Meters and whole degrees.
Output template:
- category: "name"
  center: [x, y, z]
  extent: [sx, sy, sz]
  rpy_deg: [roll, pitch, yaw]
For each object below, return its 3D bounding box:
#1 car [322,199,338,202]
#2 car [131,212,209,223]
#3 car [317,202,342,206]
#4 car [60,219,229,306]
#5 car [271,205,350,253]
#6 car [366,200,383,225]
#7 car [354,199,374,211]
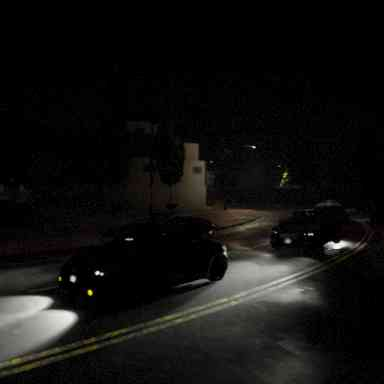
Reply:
- category: "car"
  center: [17.130, 1.652, 41.539]
  extent: [1.812, 1.442, 4.674]
  rpy_deg: [0, 0, 0]
- category: "car"
  center: [-1.137, 1.552, 12.859]
  extent: [2.128, 1.511, 4.902]
  rpy_deg: [0, 0, 43]
- category: "car"
  center: [7.710, 1.563, 18.684]
  extent: [1.837, 1.490, 4.892]
  rpy_deg: [0, 0, 31]
- category: "car"
  center: [-0.995, 1.602, 8.216]
  extent: [4.181, 1.385, 1.994]
  rpy_deg: [0, 0, -43]
- category: "car"
  center: [4.989, 1.538, 14.150]
  extent: [2.128, 1.511, 4.902]
  rpy_deg: [0, 0, 37]
- category: "car"
  center: [14.253, 1.569, 24.315]
  extent: [1.837, 1.490, 4.892]
  rpy_deg: [0, 0, 21]
- category: "car"
  center: [20.563, 1.596, 38.661]
  extent: [2.128, 1.511, 4.902]
  rpy_deg: [0, 0, 3]
